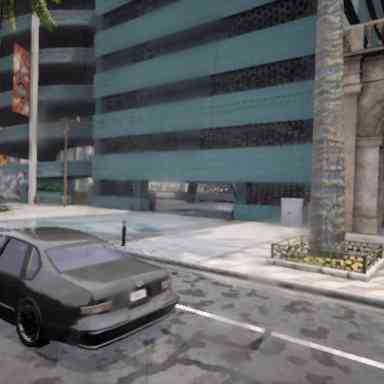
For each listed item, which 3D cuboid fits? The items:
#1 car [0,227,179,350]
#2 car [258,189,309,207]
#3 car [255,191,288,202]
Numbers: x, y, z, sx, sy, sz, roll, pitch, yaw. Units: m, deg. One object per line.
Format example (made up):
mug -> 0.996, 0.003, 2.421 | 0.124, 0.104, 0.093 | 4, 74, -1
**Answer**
car -> -2.772, 1.367, 5.968 | 5.357, 1.411, 2.033 | 2, 1, 35
car -> 7.767, 0.778, 24.512 | 5.566, 2.045, 2.435 | 2, 1, 35
car -> 12.635, 0.667, 52.981 | 4.674, 1.452, 2.002 | 2, 1, 35
